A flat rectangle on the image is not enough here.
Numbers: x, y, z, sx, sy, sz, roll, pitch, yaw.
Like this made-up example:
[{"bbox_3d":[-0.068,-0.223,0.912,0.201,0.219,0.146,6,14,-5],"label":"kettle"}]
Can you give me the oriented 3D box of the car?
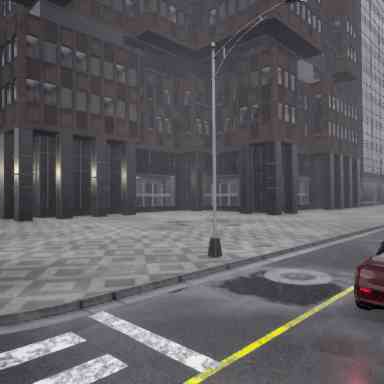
[{"bbox_3d":[4.838,1.535,6.820,1.812,1.442,4.674,-1,-1,44],"label":"car"}]
